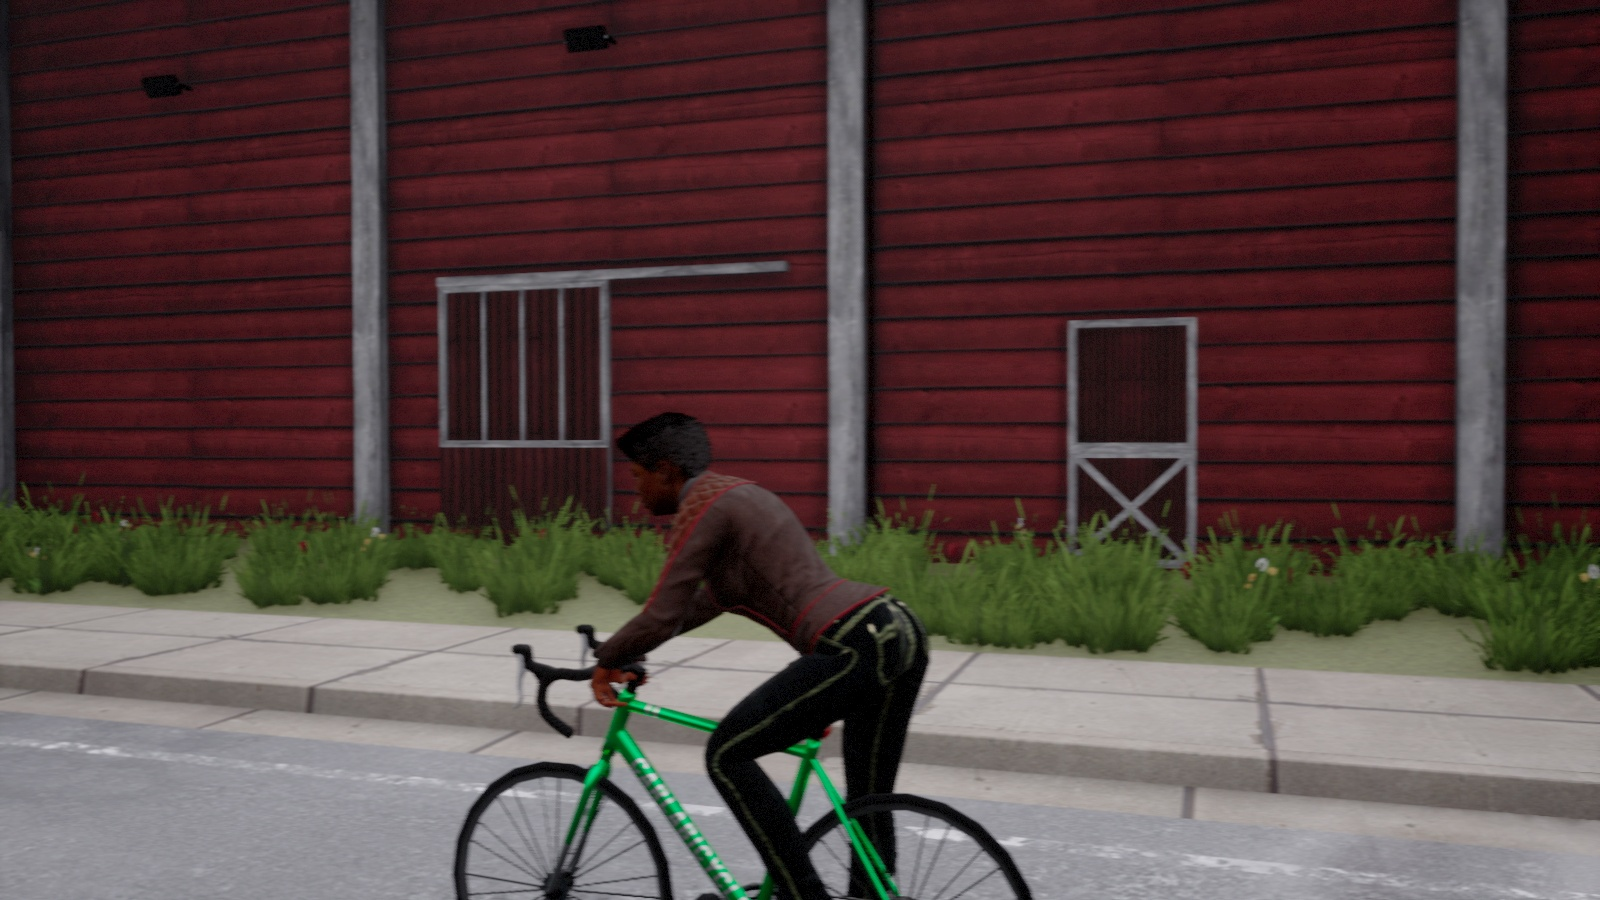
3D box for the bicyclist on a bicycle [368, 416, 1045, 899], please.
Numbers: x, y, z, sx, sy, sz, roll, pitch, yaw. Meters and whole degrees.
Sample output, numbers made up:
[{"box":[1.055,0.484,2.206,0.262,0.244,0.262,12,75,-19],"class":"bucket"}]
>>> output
[{"box":[-0.242,0.726,3.274,1.656,1.620,0.582,1,1,19],"class":"bicyclist on a bicycle"}]
